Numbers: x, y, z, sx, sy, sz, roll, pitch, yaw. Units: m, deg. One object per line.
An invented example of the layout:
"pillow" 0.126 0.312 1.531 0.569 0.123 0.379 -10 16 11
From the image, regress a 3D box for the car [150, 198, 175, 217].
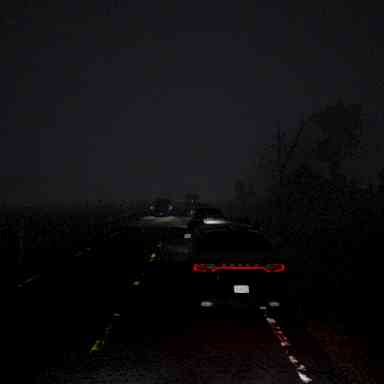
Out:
"car" -2.726 1.363 31.641 2.097 1.767 4.553 0 0 0

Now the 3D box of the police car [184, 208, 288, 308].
"police car" 0.832 1.426 8.165 1.930 1.638 5.238 0 0 0

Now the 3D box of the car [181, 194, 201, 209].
"car" 0.073 1.251 45.948 2.150 2.045 5.566 0 0 1

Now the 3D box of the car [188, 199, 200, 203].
"car" 0.844 1.511 24.055 1.837 1.490 4.892 0 0 0

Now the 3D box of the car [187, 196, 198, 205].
"car" 0.047 1.534 60.562 1.882 1.535 5.008 0 0 0

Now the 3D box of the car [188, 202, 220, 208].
"car" 0.839 1.509 18.055 1.837 1.490 4.892 0 0 0
